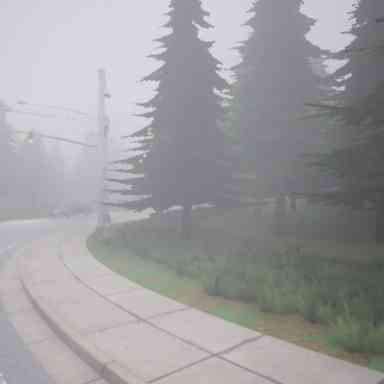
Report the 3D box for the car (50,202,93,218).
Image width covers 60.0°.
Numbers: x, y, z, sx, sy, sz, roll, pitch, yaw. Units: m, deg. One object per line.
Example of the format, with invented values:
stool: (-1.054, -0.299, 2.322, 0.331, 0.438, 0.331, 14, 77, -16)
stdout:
car: (-11.838, 1.708, 32.931, 2.128, 1.511, 4.902, 0, 0, 18)
